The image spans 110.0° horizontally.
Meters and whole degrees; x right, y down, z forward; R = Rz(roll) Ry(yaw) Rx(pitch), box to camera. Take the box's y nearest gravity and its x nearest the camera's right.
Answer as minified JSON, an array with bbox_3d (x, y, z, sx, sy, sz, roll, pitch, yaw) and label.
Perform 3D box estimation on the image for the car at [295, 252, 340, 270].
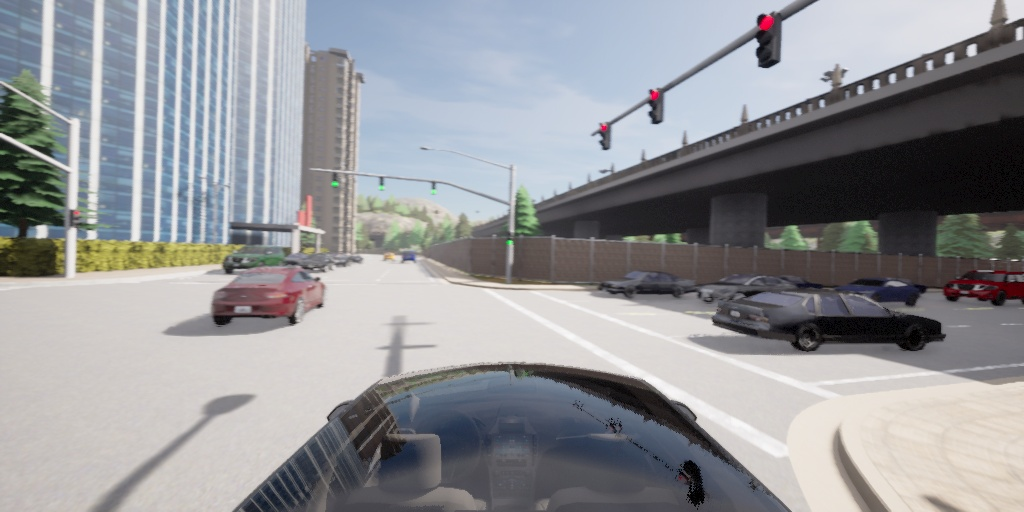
[{"bbox_3d":[-16.155,0.568,30.019,1.837,1.490,4.892,2,0,-16],"label":"car"}]

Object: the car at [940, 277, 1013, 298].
[{"bbox_3d":[35.946,2.417,27.761,4.674,1.442,1.812,2,0,-15],"label":"car"}]

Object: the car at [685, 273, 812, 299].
[{"bbox_3d":[11.213,1.595,17.093,4.902,1.511,2.128,2,0,-16],"label":"car"}]

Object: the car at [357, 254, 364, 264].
[{"bbox_3d":[-21.313,0.368,48.505,1.994,1.385,4.181,2,0,-14],"label":"car"}]

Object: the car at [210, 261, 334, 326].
[{"bbox_3d":[-6.751,1.023,10.392,1.812,1.442,4.674,2,0,-16],"label":"car"}]

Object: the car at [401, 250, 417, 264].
[{"bbox_3d":[-16.401,0.152,56.961,2.150,2.045,5.566,2,0,-16],"label":"car"}]

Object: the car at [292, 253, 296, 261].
[{"bbox_3d":[-21.507,0.401,36.089,2.033,1.411,5.357,2,0,-16],"label":"car"}]

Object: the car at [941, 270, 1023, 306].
[{"bbox_3d":[30.030,1.937,22.467,5.566,2.045,2.150,2,0,-17],"label":"car"}]

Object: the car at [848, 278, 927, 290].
[{"bbox_3d":[19.821,1.909,19.548,4.674,1.442,1.812,2,0,-16],"label":"car"}]

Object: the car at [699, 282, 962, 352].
[{"bbox_3d":[8.098,1.581,9.375,5.357,1.411,2.033,2,0,-8],"label":"car"}]

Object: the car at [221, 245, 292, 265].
[{"bbox_3d":[-18.684,0.216,26.299,2.150,2.045,5.566,2,0,-12],"label":"car"}]

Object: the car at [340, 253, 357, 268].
[{"bbox_3d":[-18.654,0.429,38.884,2.128,1.511,4.902,2,0,-16],"label":"car"}]

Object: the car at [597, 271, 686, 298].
[{"bbox_3d":[7.435,1.511,19.652,5.357,1.411,2.033,2,0,-16],"label":"car"}]
